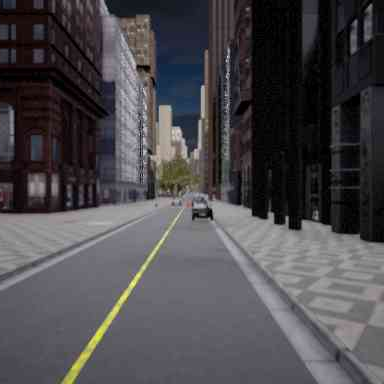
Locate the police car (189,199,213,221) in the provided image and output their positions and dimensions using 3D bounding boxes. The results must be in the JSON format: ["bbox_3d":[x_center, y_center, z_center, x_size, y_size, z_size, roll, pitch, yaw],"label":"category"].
[{"bbox_3d":[0.919,1.711,30.761,1.930,1.638,5.238,0,-1,0],"label":"police car"}]

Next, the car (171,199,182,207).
[{"bbox_3d":[-2.988,2.096,64.558,1.812,1.442,4.674,0,0,1],"label":"car"}]

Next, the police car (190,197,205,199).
[{"bbox_3d":[0.923,1.799,40.762,1.930,1.638,5.238,0,-1,0],"label":"police car"}]

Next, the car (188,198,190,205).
[{"bbox_3d":[0.927,1.649,46.682,2.150,2.045,5.566,0,0,0],"label":"car"}]
